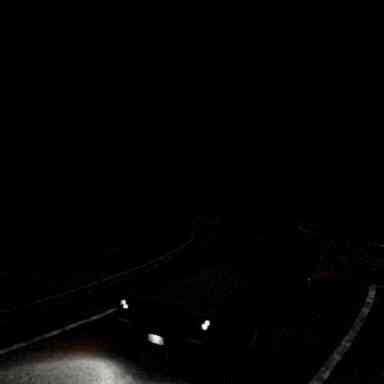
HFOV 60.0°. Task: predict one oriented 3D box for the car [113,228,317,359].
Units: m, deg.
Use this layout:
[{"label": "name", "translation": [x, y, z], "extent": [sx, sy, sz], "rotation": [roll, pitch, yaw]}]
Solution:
[{"label": "car", "translation": [0.998, 1.477, 6.536], "extent": [2.033, 1.411, 5.357], "rotation": [0, 1, 34]}]
